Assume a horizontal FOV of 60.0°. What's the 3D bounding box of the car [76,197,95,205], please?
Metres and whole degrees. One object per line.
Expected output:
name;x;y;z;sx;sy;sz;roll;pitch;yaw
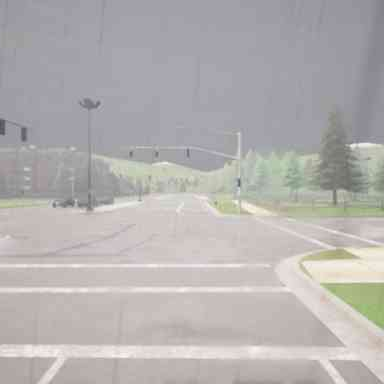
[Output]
car;-18.469;1.538;57.833;1.994;1.385;4.181;0;0;0

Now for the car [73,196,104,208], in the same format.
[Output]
car;-14.974;1.525;48.463;2.033;1.411;5.357;0;0;0

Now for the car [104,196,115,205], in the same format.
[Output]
car;-14.969;1.478;58.545;1.837;1.490;4.892;0;0;0

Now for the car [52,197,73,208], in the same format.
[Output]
car;-18.477;1.470;48.080;2.128;1.511;4.902;0;0;0
